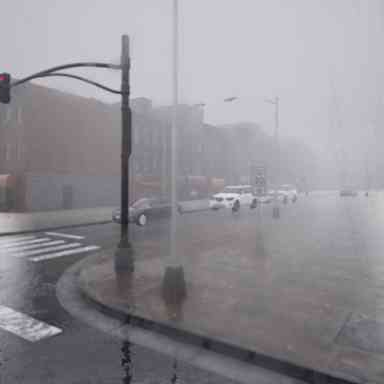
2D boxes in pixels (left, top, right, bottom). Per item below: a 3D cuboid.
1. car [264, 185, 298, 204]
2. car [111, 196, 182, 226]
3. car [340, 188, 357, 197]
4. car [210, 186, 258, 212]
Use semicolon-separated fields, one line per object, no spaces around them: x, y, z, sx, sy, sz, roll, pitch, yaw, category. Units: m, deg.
9.966;0.226;36.945;2.150;2.045;5.566;0;2;35;car
-2.509;1.051;19.494;1.837;1.490;4.892;0;2;36;car
24.801;0.090;52.664;2.033;1.411;5.357;0;2;35;car
3.696;0.492;28.185;2.150;2.045;5.566;0;2;35;car
